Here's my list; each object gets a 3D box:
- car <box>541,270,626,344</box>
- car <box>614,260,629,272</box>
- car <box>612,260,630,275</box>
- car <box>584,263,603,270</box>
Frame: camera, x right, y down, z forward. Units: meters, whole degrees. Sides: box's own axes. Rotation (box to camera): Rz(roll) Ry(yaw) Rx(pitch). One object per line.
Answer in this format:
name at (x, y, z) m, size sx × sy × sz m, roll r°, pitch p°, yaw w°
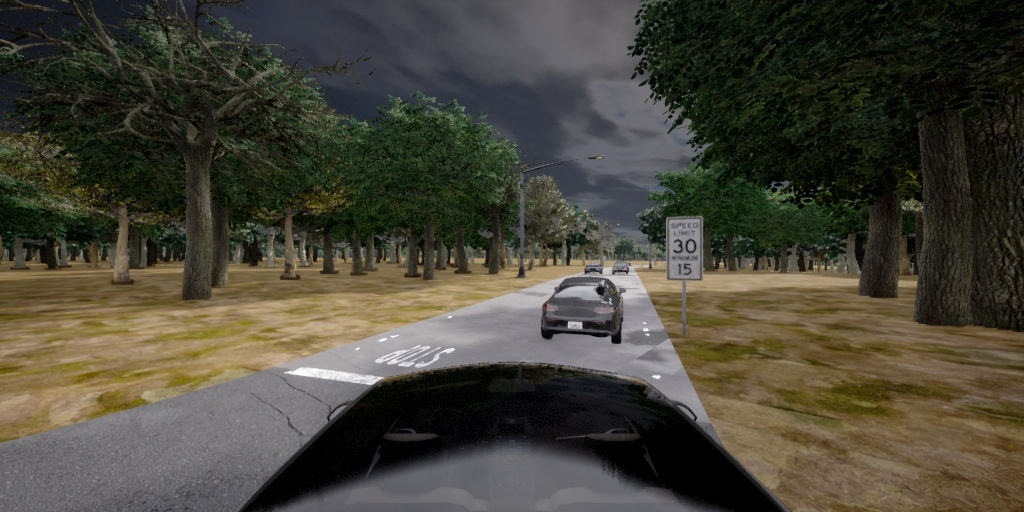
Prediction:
car at (2.029, 1.278, 9.657) m, size 1.812 × 1.442 × 4.674 m, roll 0°, pitch 0°, yaw 18°
car at (16.179, 1.429, 52.830) m, size 2.097 × 1.767 × 4.553 m, roll 0°, pitch -1°, yaw 18°
car at (13.001, 1.483, 42.990) m, size 2.033 × 1.411 × 5.357 m, roll 0°, pitch -1°, yaw 18°
car at (10.109, 1.500, 44.058) m, size 1.994 × 1.385 × 4.181 m, roll 0°, pitch -1°, yaw 18°
